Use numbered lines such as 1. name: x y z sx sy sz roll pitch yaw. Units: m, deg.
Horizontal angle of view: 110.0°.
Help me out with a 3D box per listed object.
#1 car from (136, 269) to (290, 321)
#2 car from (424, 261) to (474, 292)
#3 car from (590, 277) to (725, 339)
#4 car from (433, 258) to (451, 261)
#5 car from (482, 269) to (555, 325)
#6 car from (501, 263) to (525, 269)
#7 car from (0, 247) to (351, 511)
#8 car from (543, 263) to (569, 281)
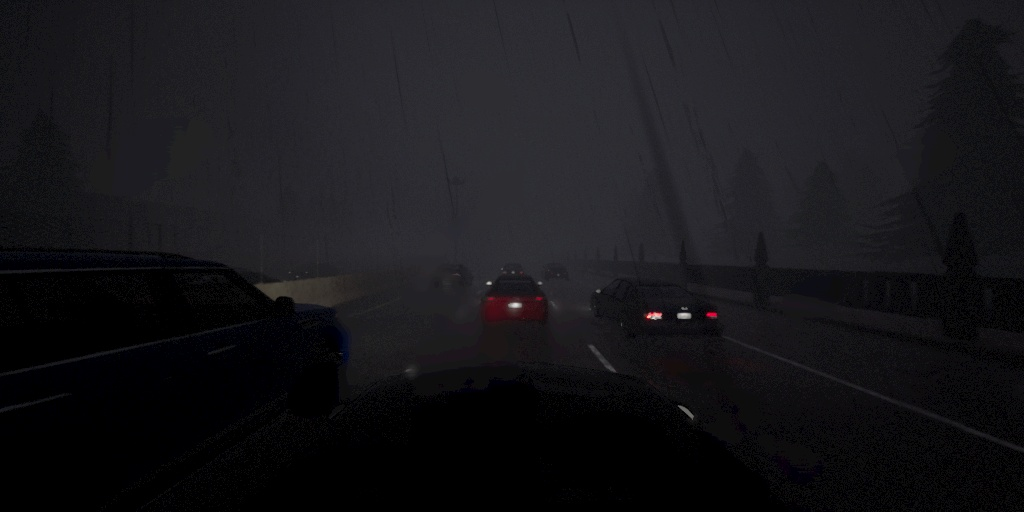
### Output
1. car: -10.605 1.273 13.305 1.812 1.442 4.674 0 0 0
2. car: -3.408 1.239 21.190 2.128 1.511 4.902 0 0 0
3. car: 3.597 1.297 10.004 2.033 1.411 5.357 0 0 0
4. car: -11.175 1.093 59.228 2.097 1.767 4.553 0 0 -1
5. car: 0.097 1.313 11.782 1.994 1.385 4.181 0 0 0
6. car: 0.086 1.294 29.710 2.033 1.411 5.357 0 0 0
7. car: -3.400 0.971 2.815 2.150 2.045 5.566 0 0 0
8. car: 3.598 1.273 30.150 1.812 1.442 4.674 0 0 0
